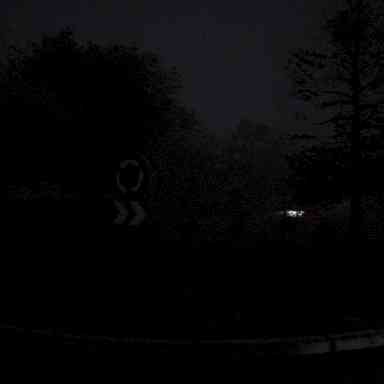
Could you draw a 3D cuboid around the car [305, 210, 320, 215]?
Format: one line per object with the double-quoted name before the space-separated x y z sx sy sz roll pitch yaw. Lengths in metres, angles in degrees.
"car" 16.507 2.333 45.258 1.882 1.535 5.008 0 -1 24
